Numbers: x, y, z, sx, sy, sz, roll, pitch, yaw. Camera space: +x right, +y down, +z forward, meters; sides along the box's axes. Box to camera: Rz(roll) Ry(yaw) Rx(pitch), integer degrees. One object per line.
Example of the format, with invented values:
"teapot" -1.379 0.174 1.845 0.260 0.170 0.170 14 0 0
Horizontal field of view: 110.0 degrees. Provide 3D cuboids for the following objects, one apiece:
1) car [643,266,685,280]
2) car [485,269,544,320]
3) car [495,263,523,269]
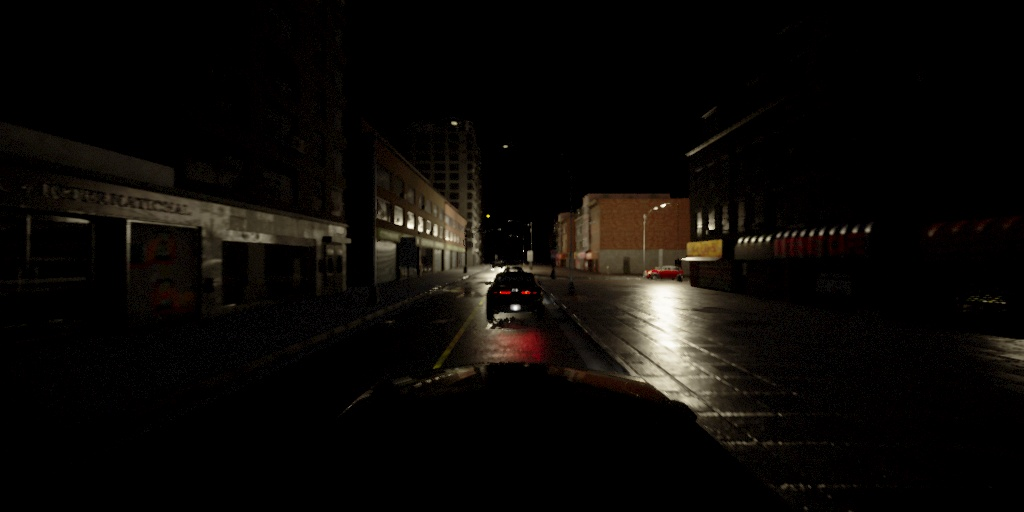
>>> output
"car" 16.356 1.816 38.875 4.097 1.591 1.967 0 0 0
"car" 0.091 1.322 12.870 1.837 1.490 4.892 0 -2 0
"car" 0.106 1.452 25.307 2.033 1.411 5.357 0 0 0
